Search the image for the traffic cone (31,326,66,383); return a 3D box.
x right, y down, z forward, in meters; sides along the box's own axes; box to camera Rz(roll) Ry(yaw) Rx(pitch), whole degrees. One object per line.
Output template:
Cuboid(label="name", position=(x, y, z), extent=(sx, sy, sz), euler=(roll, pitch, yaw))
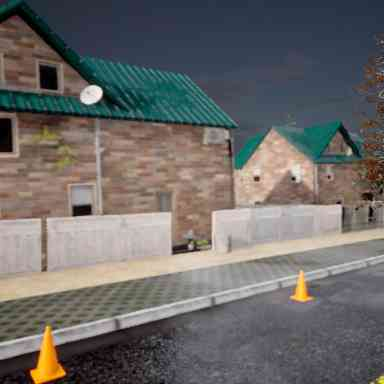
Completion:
Cuboid(label="traffic cone", position=(-1.773, 1.952, 4.111), extent=(0.340, 0.580, 0.340), euler=(0, 0, -35))

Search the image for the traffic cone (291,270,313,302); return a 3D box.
Cuboid(label="traffic cone", position=(2.315, 1.944, 7.011), extent=(0.340, 0.580, 0.340), euler=(0, 0, -35))
